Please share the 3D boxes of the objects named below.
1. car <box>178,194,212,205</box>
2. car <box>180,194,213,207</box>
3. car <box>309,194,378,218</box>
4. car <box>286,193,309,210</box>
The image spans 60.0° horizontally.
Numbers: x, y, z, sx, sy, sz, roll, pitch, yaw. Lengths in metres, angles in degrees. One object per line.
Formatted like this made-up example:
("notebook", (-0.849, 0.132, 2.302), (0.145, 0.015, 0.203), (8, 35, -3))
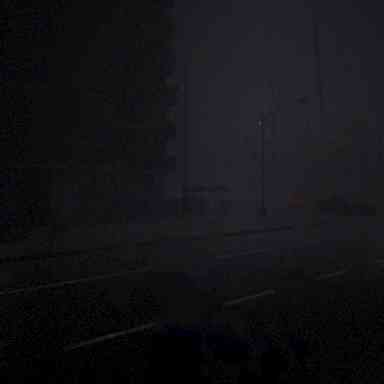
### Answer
("car", (0.387, 1.081, 48.164), (2.128, 1.511, 4.902), (-1, 0, -43))
("car", (0.706, 1.120, 42.423), (2.128, 1.511, 4.902), (-1, 1, -38))
("car", (11.904, 1.119, 26.003), (1.882, 1.535, 5.008), (0, 1, -25))
("car", (11.782, 0.935, 33.252), (2.097, 1.767, 4.553), (-1, 1, -36))
